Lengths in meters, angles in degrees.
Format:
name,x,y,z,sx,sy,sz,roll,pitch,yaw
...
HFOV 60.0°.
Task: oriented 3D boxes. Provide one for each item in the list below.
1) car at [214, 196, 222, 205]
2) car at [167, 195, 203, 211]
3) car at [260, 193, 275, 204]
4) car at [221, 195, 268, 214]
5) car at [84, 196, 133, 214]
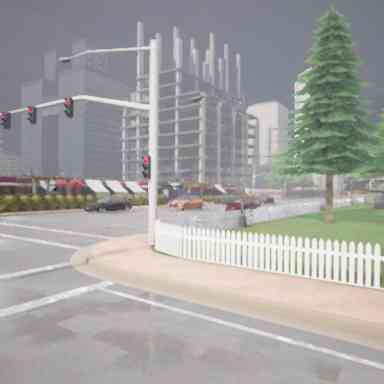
name,x,y,z,sx,sy,sz,roll,pitch,yaw
car,5.011,1.259,50.257,1.994,1.385,4.181,1,0,34
car,-0.674,1.093,35.651,2.097,1.767,4.553,1,1,34
car,11.664,1.085,53.747,2.097,1.767,4.553,1,1,34
car,5.024,1.307,31.256,1.882,1.535,5.008,1,0,34
car,-7.803,1.179,31.358,1.882,1.535,5.008,1,1,34
